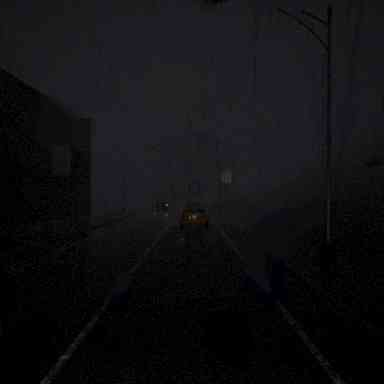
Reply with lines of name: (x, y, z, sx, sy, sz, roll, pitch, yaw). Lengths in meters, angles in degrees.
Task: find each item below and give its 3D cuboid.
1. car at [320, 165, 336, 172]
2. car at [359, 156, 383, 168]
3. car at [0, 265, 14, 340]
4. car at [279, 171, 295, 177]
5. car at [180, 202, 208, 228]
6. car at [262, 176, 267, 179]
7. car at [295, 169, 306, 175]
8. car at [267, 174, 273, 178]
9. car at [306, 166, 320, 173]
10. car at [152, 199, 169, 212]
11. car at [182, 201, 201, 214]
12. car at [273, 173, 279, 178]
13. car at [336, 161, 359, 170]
car: (22.181, -3.531, 51.516, 2.002, 1.452, 4.674, 0, 1, -2)
car: (22.983, -3.557, 40.472, 2.185, 1.767, 4.553, 0, 1, -5)
car: (-3.595, 1.508, 3.017, 2.128, 1.511, 4.902, 0, 0, 0)
car: (21.619, -3.878, 73.515, 2.185, 1.767, 4.553, 0, 0, -1)
car: (0.139, 1.585, 23.324, 1.801, 1.575, 5.366, 0, -1, 0)
car: (21.284, -3.973, 90.202, 2.185, 1.767, 4.553, 0, 0, -1)
car: (21.838, -3.683, 62.577, 2.231, 1.521, 4.892, 0, 0, -1)
car: (21.394, -3.944, 84.683, 2.185, 1.767, 4.553, 0, 0, -1)
car: (21.957, -3.636, 57.059, 2.231, 1.521, 4.892, 0, 1, -1)
car: (-4.363, 1.816, 45.581, 2.097, 1.767, 4.553, 0, -1, -8)
car: (-0.151, 1.920, 42.022, 2.033, 1.411, 5.357, 0, -1, -5)
car: (21.508, -3.744, 79.008, 2.002, 1.452, 4.674, 0, 0, -1)
car: (22.524, -3.501, 45.978, 2.097, 1.535, 5.008, 0, 1, -4)
